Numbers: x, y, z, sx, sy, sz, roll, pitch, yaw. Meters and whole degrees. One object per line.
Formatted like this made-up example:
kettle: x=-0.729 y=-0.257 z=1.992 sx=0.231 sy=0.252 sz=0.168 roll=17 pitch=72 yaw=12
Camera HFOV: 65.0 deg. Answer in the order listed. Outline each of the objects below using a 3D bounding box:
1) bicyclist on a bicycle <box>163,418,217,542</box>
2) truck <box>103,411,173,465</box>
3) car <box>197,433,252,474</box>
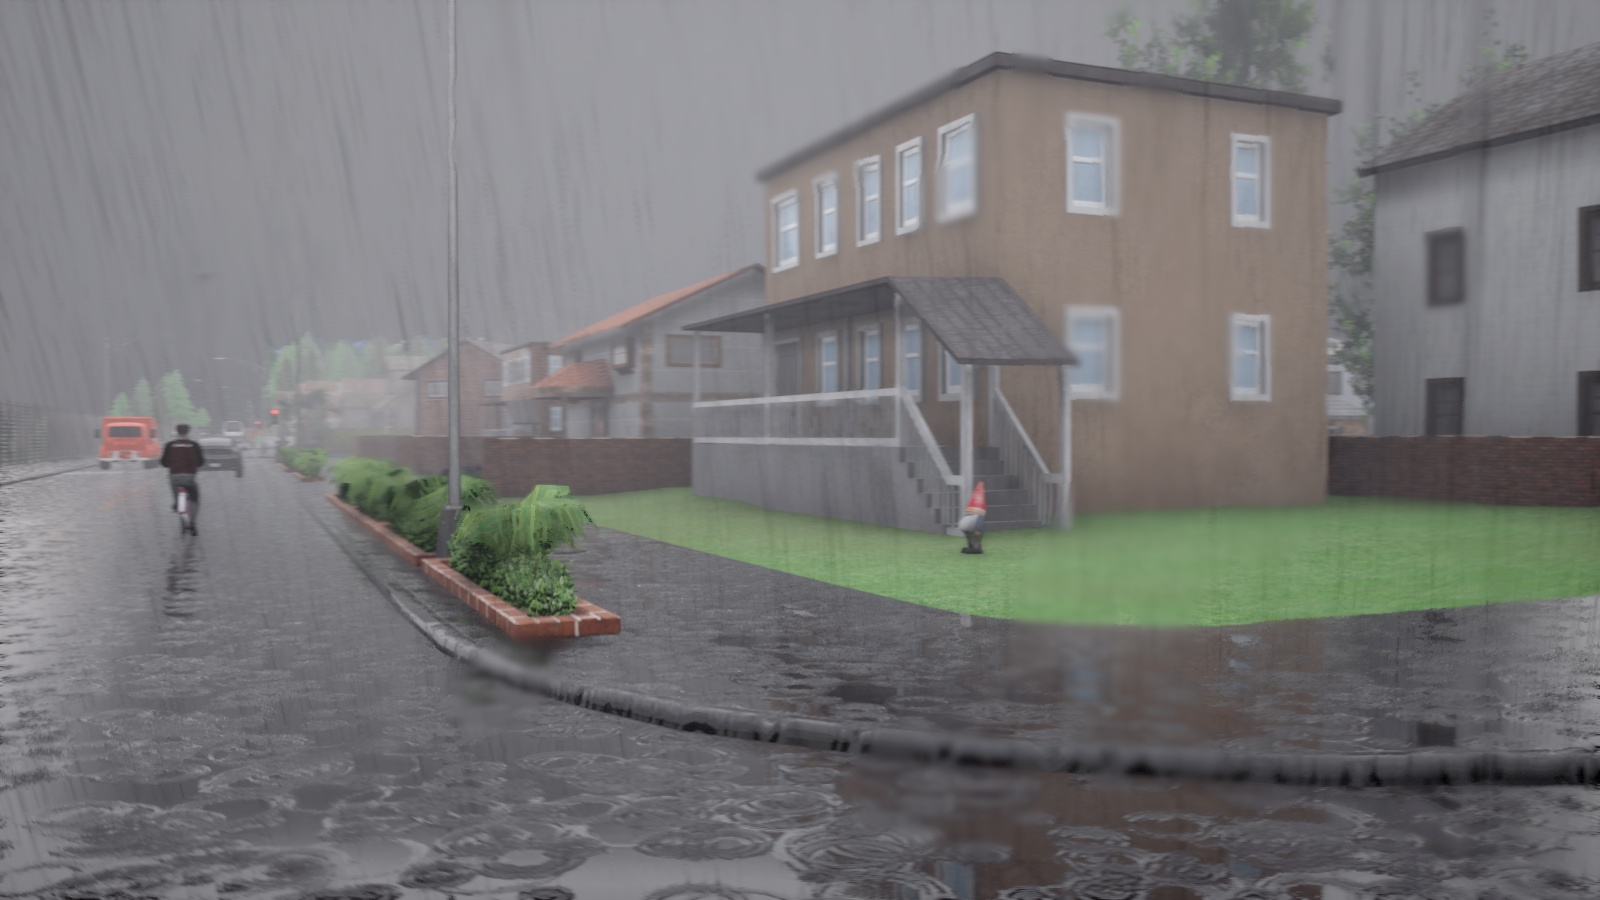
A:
bicyclist on a bicycle: x=-9.171 y=0.411 z=18.917 sx=0.659 sy=1.776 sz=1.843 roll=0 pitch=1 yaw=-24
truck: x=-31.762 y=-0.585 z=60.422 sx=2.627 sy=2.467 sz=5.204 roll=0 pitch=1 yaw=-24
car: x=-22.051 y=0.108 z=48.256 sx=1.837 sy=1.490 sz=4.892 roll=0 pitch=1 yaw=-24
